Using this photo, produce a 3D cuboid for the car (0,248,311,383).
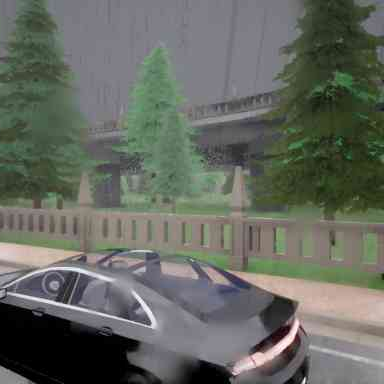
[{"bbox_3d":[-1.100,1.492,4.193,4.902,1.511,2.128,0,0,33],"label":"car"}]
